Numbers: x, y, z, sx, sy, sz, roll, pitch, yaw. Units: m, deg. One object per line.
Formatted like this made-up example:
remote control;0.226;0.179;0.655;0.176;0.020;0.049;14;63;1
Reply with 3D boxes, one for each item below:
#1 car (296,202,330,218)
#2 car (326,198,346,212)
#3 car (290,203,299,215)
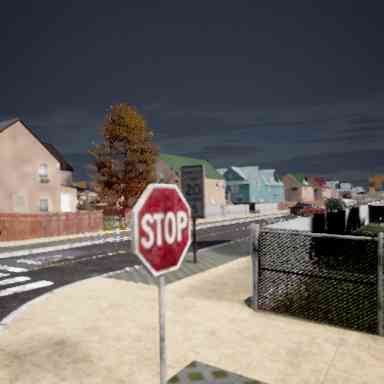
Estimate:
car;13.370;2.137;36.568;1.895;1.301;4.718;-2;-2;33
car;20.564;1.912;47.746;2.150;2.045;5.566;-2;-2;33
car;14.053;2.168;42.766;1.882;1.535;5.008;-2;-2;33
